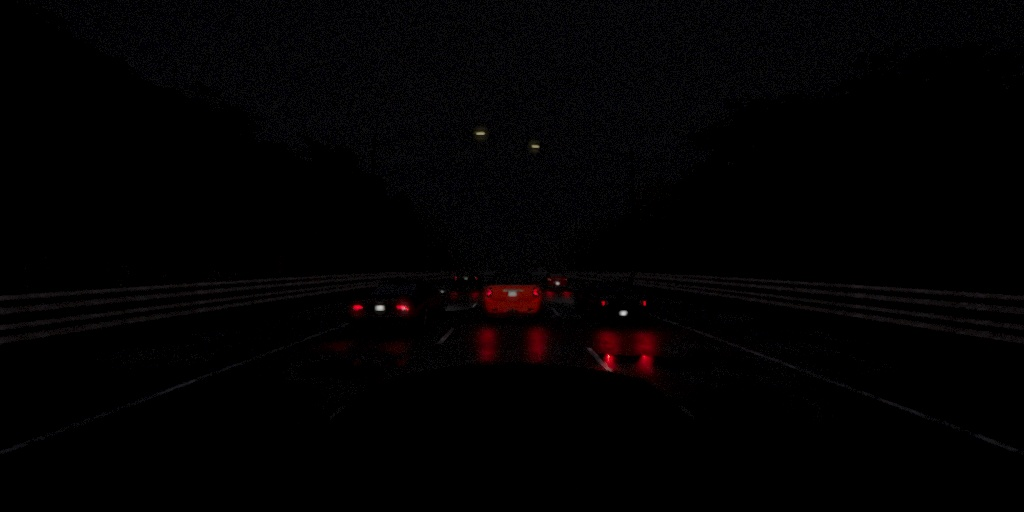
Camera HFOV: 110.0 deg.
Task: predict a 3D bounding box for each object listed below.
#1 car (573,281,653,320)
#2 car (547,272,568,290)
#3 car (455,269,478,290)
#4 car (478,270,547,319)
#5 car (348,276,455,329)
[{"bbox_3d":[3.541,1.574,13.555,1.895,1.301,4.718,0,-1,1],"label":"car"},{"bbox_3d":[3.551,2.022,29.908,1.812,1.442,4.674,0,-2,0],"label":"car"},{"bbox_3d":[-3.455,1.818,29.125,2.097,1.767,4.553,0,-2,0],"label":"car"},{"bbox_3d":[0.045,1.338,14.084,2.097,1.767,4.553,0,-1,1],"label":"car"},{"bbox_3d":[-3.476,1.483,11.987,2.033,1.411,5.357,0,-1,1],"label":"car"}]
